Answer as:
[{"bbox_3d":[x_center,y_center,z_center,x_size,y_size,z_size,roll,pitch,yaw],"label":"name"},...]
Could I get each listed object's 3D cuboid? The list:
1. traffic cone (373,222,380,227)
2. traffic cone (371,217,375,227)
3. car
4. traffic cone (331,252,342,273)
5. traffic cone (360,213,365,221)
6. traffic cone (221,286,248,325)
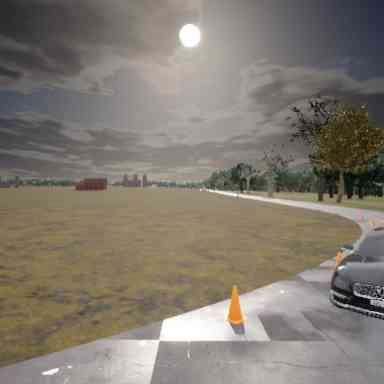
[{"bbox_3d":[9.503,1.932,16.896,0.340,0.580,0.340,1,1,29],"label":"traffic cone"},{"bbox_3d":[11.551,1.914,21.154,0.340,0.580,0.340,1,1,23],"label":"traffic cone"},{"bbox_3d":[4.559,1.507,7.050,1.837,1.490,4.892,1,1,42],"label":"car"},{"bbox_3d":[4.070,1.943,9.181,0.340,0.580,0.340,1,0,41],"label":"traffic cone"},{"bbox_3d":[13.119,1.887,25.612,0.340,0.580,0.340,1,1,16],"label":"traffic cone"},{"bbox_3d":[0.752,1.939,5.817,0.340,0.580,0.340,0,0,-42],"label":"traffic cone"}]
